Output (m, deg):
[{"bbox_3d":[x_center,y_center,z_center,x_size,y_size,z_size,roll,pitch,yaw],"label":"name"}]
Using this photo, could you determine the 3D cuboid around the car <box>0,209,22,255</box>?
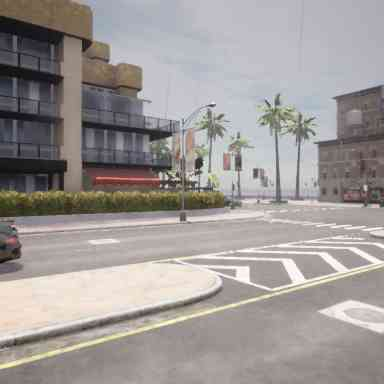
[{"bbox_3d":[-8.913,1.492,11.763,4.902,1.511,2.128,0,0,-35],"label":"car"}]

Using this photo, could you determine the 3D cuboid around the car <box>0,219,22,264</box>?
[{"bbox_3d":[-7.098,1.526,8.750,4.674,1.442,1.812,0,0,-37],"label":"car"}]

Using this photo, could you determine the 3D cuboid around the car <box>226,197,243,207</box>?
[{"bbox_3d":[5.755,1.505,51.583,1.837,1.490,4.892,0,0,-35],"label":"car"}]
